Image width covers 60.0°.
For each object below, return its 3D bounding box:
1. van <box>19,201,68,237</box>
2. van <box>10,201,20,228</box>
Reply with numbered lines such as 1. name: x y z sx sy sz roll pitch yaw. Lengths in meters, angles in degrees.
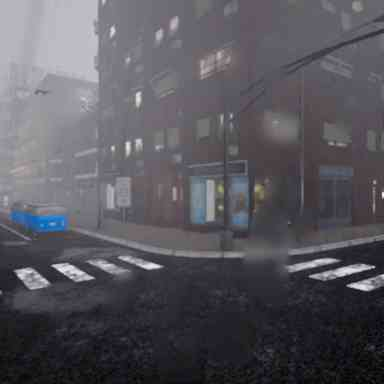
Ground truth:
1. van: -8.454 1.484 19.063 1.690 1.788 3.998 -2 0 -36
2. van: -11.714 1.543 23.540 1.690 1.788 3.998 -2 0 -36
